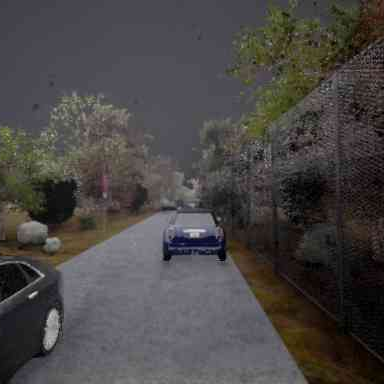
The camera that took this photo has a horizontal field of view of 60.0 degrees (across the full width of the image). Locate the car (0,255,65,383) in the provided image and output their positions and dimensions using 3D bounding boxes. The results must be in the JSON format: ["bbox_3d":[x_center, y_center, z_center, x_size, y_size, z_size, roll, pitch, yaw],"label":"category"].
[{"bbox_3d":[-2.855,1.513,3.250,1.837,1.490,4.892,0,0,0],"label":"car"}]

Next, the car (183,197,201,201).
[{"bbox_3d":[0.012,1.499,34.537,2.150,2.045,5.566,0,-1,0],"label":"car"}]

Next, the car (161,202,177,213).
[{"bbox_3d":[-3.000,2.067,44.688,1.895,1.301,4.718,0,-1,0],"label":"car"}]

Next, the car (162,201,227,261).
[{"bbox_3d":[0.082,1.390,12.650,2.097,1.767,4.553,-1,0,0],"label":"car"}]
